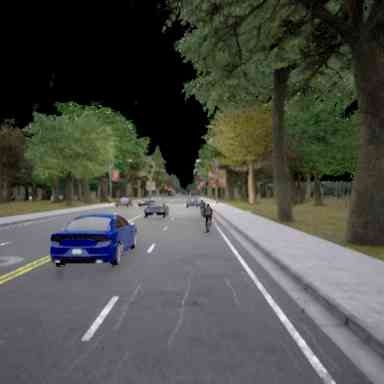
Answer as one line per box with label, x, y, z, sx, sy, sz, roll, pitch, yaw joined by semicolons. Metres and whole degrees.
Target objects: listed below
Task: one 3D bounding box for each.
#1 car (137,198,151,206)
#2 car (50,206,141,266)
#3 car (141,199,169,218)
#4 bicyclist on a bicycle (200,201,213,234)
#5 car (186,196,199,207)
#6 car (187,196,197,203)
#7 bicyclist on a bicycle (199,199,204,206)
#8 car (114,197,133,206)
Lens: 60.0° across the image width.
car;-6.567;1.550;48.042;2.033;1.411;5.357;0;0;0
car;-3.151;1.481;11.574;1.882;1.535;5.008;0;0;0
car;-3.151;1.604;30.471;1.895;1.301;4.718;0;0;0
bicyclist on a bicycle;0.893;1.456;17.890;0.582;1.620;1.656;0;0;0
car;0.090;1.551;49.791;2.033;1.411;5.357;0;0;0
car;0.003;1.580;73.947;1.994;1.385;4.181;0;0;0
bicyclist on a bicycle;0.892;1.456;28.313;0.582;1.620;1.656;0;0;0
car;-9.817;1.528;48.229;1.812;1.442;4.674;0;0;0
